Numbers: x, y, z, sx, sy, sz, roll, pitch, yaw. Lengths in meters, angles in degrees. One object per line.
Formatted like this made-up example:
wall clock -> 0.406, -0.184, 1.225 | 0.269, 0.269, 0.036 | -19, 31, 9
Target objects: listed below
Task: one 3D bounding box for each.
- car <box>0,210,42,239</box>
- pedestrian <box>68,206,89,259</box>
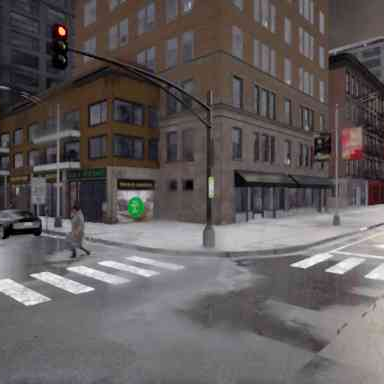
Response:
car -> -9.326, 1.577, 17.252 | 4.313, 1.339, 1.947 | 0, 0, 43
pedestrian -> -3.887, 1.303, 11.402 | 0.375, 1.860, 0.375 | 0, 0, 43
